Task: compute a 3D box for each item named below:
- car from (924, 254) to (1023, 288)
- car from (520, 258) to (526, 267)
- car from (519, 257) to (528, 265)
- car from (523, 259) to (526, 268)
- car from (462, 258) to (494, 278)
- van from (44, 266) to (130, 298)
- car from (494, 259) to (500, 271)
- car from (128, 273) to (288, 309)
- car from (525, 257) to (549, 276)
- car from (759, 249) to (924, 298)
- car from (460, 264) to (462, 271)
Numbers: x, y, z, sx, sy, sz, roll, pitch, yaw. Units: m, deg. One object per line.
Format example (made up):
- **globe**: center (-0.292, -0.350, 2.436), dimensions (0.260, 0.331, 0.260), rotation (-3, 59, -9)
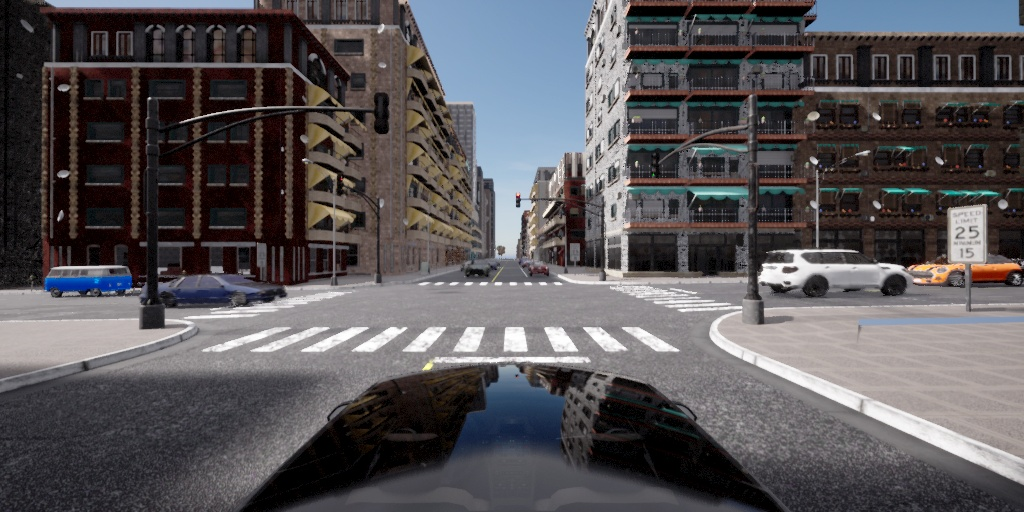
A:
- **car**: center (23.836, 0.697, 19.112), dimensions (4.553, 1.767, 2.097), rotation (-1, 0, 0)
- **car**: center (2.616, 1.338, 58.351), dimensions (1.802, 1.307, 4.207), rotation (0, 0, 0)
- **car**: center (2.609, 1.340, 63.885), dimensions (1.802, 1.307, 4.207), rotation (0, 0, 0)
- **car**: center (2.638, 1.302, 41.748), dimensions (2.007, 1.370, 4.403), rotation (0, 0, 0)
- **car**: center (-3.139, 1.103, 33.932), dimensions (2.097, 1.767, 4.553), rotation (0, 0, 0)
- **van**: center (-25.394, 1.497, 21.532), dimensions (3.998, 1.789, 1.690), rotation (0, 0, 0)
- **car**: center (-3.153, 1.106, 49.604), dimensions (2.097, 1.767, 4.553), rotation (0, 0, 0)
- **car**: center (-13.024, 1.480, 15.784), dimensions (5.357, 1.411, 2.033), rotation (-1, 0, 0)
- **car**: center (2.645, 1.191, 36.214), dimensions (1.967, 1.591, 4.097), rotation (0, 0, 0)
- **car**: center (14.187, 0.714, 15.955), dimensions (5.566, 2.045, 2.150), rotation (-1, 0, 0)
- **car**: center (-5.751, 1.303, 47.272), dimensions (2.007, 1.370, 4.403), rotation (0, 0, 0)
